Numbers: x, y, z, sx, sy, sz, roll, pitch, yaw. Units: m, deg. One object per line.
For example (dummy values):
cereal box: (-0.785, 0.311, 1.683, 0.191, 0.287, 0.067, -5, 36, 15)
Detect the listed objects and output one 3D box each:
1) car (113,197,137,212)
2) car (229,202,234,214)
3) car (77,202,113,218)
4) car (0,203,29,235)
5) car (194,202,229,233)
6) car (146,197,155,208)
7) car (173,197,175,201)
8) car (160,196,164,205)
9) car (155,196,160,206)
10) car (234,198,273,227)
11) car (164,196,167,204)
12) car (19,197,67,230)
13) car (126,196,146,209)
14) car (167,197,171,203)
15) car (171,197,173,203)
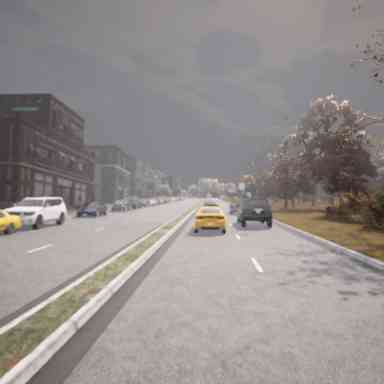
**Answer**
car: (-9.440, 1.825, 44.882, 2.231, 1.521, 4.892, 0, -1, 3)
car: (5.494, 1.938, 40.614, 2.033, 1.411, 5.357, 0, -1, 3)
car: (-10.015, 1.748, 33.809, 2.163, 1.488, 4.792, 0, -1, 3)
car: (-10.880, 1.555, 16.977, 1.946, 1.575, 5.366, 0, -1, 3)
car: (1.171, 1.683, 21.456, 1.882, 1.535, 5.008, 0, 0, 3)
car: (-8.729, 1.967, 59.775, 2.231, 1.521, 4.892, 0, -1, 4)
car: (-6.880, 2.298, 94.539, 2.231, 1.521, 4.892, 0, -1, 3)
car: (-8.023, 1.960, 72.370, 2.185, 1.767, 4.553, 0, -1, 3)
car: (-8.319, 2.028, 66.635, 1.946, 1.575, 5.366, 0, -1, 3)
car: (4.630, 1.466, 25.152, 2.150, 2.045, 5.566, 0, -1, 3)
car: (-7.750, 2.133, 77.670, 1.946, 1.575, 5.366, 0, -1, 3)
car: (-10.577, 1.362, 22.780, 2.435, 2.045, 5.566, 0, -1, 3)
car: (-9.157, 1.625, 50.367, 2.435, 2.045, 5.566, 0, -1, 3)
car: (-7.457, 1.939, 83.347, 2.435, 2.045, 5.566, 0, -1, 3)
car: (-7.167, 2.245, 89.021, 2.231, 1.521, 4.892, 0, -1, 3)
